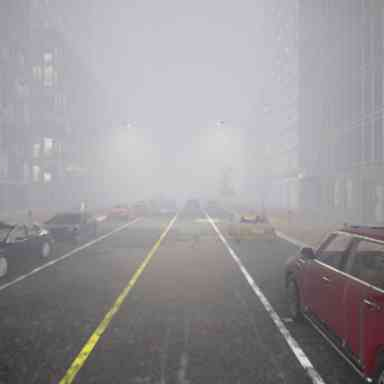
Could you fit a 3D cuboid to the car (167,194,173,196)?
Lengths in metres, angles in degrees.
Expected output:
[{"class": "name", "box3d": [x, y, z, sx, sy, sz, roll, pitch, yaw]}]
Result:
[{"class": "car", "box3d": [-5.695, 1.534, 78.198, 1.967, 1.590, 4.097, 0, 0, 0]}]

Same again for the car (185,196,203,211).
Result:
[{"class": "car", "box3d": [0.097, 1.538, 42.077, 1.882, 1.535, 5.008, 0, 0, 0]}]

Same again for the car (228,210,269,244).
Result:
[{"class": "car", "box3d": [2.692, 1.552, 15.742, 1.752, 1.417, 4.829, 0, 0, 0]}]

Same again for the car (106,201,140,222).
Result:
[{"class": "car", "box3d": [-5.690, 1.624, 26.967, 1.802, 1.307, 4.206, 0, 0, 0]}]

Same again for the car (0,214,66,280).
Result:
[{"class": "car", "box3d": [-5.688, 1.568, 9.892, 2.008, 1.369, 4.403, 0, 0, 0]}]

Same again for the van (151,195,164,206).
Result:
[{"class": "van", "box3d": [-5.692, 1.416, 55.430, 1.690, 1.788, 3.998, 0, 0, 0]}]

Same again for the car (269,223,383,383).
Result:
[{"class": "car", "box3d": [2.694, 1.323, 4.189, 2.192, 1.841, 5.009, 0, 0, 0]}]

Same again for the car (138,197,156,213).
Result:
[{"class": "car", "box3d": [-5.691, 1.607, 38.353, 2.008, 1.369, 4.403, 0, 0, 0]}]

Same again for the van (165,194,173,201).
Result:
[{"class": "van", "box3d": [-5.695, 1.439, 83.891, 1.690, 1.788, 3.998, 0, 0, 0]}]

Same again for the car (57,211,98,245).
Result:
[{"class": "car", "box3d": [-5.689, 1.592, 15.584, 1.947, 1.339, 4.313, 0, 0, 0]}]

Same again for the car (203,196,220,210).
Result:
[{"class": "car", "box3d": [2.689, 1.629, 44.033, 1.947, 1.339, 4.313, 0, 0, 0]}]

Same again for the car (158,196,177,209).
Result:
[{"class": "car", "box3d": [-3.036, 1.612, 45.602, 2.033, 1.411, 5.357, 0, 0, 1]}]

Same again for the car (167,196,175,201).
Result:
[{"class": "car", "box3d": [-5.696, 1.667, 89.583, 1.947, 1.339, 4.313, 0, 0, 0]}]

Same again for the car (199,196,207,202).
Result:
[{"class": "car", "box3d": [2.685, 1.623, 84.047, 1.752, 1.417, 4.829, 0, 0, 0]}]

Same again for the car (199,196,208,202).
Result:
[{"class": "car", "box3d": [2.685, 1.676, 78.185, 1.802, 1.307, 4.206, 0, 0, 0]}]

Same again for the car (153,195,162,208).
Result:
[{"class": "car", "box3d": [-5.692, 1.614, 49.737, 1.887, 1.381, 4.507, 0, 0, 0]}]
